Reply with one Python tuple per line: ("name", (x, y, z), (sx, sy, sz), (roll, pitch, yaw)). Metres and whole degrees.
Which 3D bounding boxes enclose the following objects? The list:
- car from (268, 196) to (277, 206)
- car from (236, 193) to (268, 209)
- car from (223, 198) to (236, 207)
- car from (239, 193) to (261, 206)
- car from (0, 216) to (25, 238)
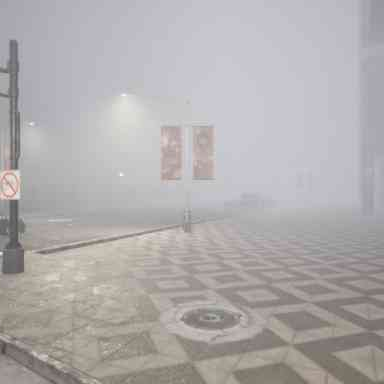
("car", (12.817, 1.447, 55.095), (2.128, 1.511, 4.902), (0, 0, 26))
("car", (8.297, 1.187, 45.768), (2.150, 2.045, 5.566), (0, 0, 27))
("car", (6.247, 1.569, 48.986), (1.895, 1.301, 4.718), (0, 0, 27))
("car", (9.910, 1.181, 56.550), (2.150, 2.045, 5.566), (0, 0, 26))
("car", (-10.161, 1.502, 15.289), (1.837, 1.490, 4.892), (0, 0, 26))
